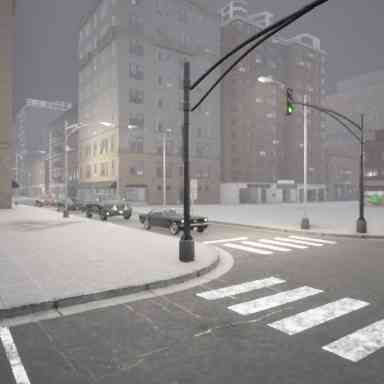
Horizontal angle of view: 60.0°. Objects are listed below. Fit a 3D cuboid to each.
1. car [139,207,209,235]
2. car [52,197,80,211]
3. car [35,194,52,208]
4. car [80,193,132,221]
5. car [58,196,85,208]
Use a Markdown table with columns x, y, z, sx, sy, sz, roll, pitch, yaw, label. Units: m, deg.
| x | y | z | sx | sy | sz | roll | pitch | yaw | label |
| --- | --- | --- | --- | --- | --- | --- | --- | --- | --- |
| -1.109 | 1.526 | 18.562 | 1.895 | 1.301 | 4.718 | 0 | 0 | -36 | car |
| -12.771 | 1.309 | 34.874 | 1.882 | 1.535 | 5.008 | 0 | 0 | -36 | car |
| -19.495 | 1.132 | 44.351 | 2.097 | 1.767 | 4.553 | 0 | 0 | -35 | car |
| -6.765 | 1.101 | 26.456 | 2.150 | 2.045 | 5.566 | 0 | 0 | -36 | car |
| -16.310 | 1.333 | 44.872 | 2.033 | 1.411 | 5.357 | 0 | 0 | -36 | car |
